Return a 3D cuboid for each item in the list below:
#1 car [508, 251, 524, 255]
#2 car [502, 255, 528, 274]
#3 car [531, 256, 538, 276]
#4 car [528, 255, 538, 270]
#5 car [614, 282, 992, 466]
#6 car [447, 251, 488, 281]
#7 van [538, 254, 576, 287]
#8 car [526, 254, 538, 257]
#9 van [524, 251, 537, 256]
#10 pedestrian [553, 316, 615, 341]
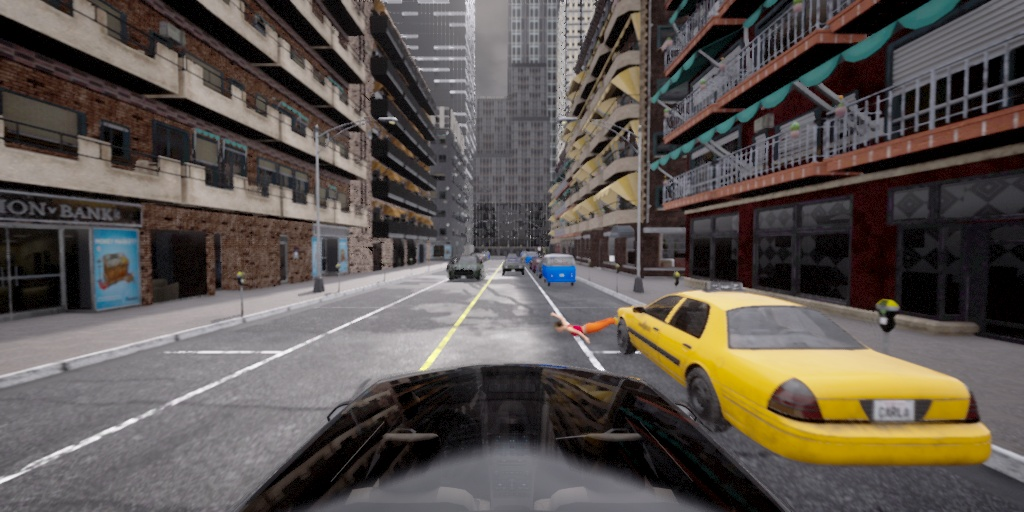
[{"bbox_3d":[0.116,0.387,47.159,2.097,1.767,4.553,0,1,0],"label":"car"},{"bbox_3d":[0.108,0.876,31.680,1.895,1.301,4.718,0,1,0],"label":"car"},{"bbox_3d":[2.707,0.903,26.798,2.007,1.370,4.403,0,0,0],"label":"car"},{"bbox_3d":[2.711,0.809,32.400,1.888,1.381,4.507,0,0,0],"label":"car"},{"bbox_3d":[3.002,1.147,5.380,1.801,1.575,5.366,0,1,0],"label":"car"},{"bbox_3d":[-3.077,0.732,25.011,2.097,1.767,4.553,0,1,0],"label":"car"},{"bbox_3d":[2.703,0.782,21.198,1.690,1.789,3.998,0,0,0],"label":"van"},{"bbox_3d":[2.714,0.742,38.001,1.948,1.339,4.313,0,0,0],"label":"car"},{"bbox_3d":[2.722,0.341,49.204,1.690,1.789,3.998,0,0,0],"label":"van"},{"bbox_3d":[1.865,1.701,8.414,1.860,0.375,0.375,0,-24,-2],"label":"pedestrian"}]
